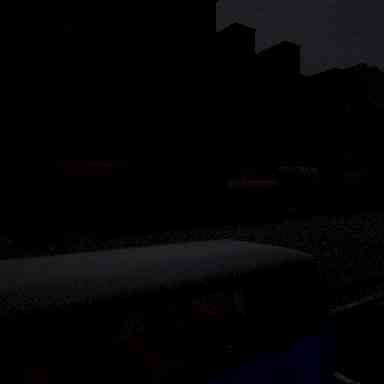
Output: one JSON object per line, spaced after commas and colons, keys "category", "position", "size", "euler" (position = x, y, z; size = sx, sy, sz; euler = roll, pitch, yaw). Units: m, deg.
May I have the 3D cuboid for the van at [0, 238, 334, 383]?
{"category": "van", "position": [-0.697, 1.339, 2.340], "size": [3.998, 1.788, 1.690], "euler": [0, -1, -35]}
